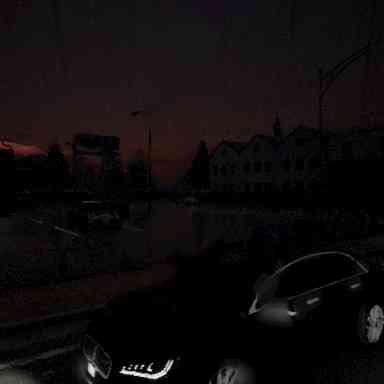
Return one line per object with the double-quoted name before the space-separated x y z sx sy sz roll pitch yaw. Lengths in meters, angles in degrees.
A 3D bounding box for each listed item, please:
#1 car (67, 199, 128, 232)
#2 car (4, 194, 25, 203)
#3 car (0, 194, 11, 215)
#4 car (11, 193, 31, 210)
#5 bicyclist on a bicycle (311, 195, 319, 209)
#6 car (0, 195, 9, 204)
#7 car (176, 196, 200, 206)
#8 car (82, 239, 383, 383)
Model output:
"car" -5.302 1.248 17.903 1.970 1.475 3.806 0 0 -36
"car" -38.980 1.328 73.235 3.866 1.878 1.905 0 0 -36
"car" -17.911 1.113 29.853 1.932 1.855 4.605 0 0 -36
"car" -19.827 1.092 38.162 1.905 1.878 3.866 0 0 -36
"bicyclist on a bicycle" 13.668 1.124 36.853 1.656 1.620 0.582 0 0 -36
"car" -39.204 1.495 66.106 4.611 1.667 2.242 0 0 -36
"car" -0.643 1.349 50.228 1.812 1.442 4.674 0 0 -36
"car" 0.982 1.505 4.702 4.892 1.490 1.837 0 0 -36
